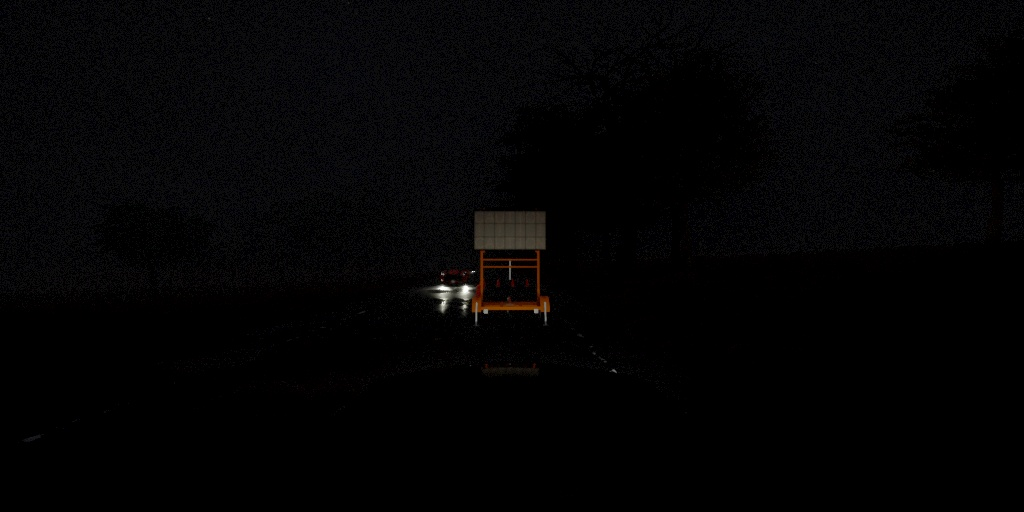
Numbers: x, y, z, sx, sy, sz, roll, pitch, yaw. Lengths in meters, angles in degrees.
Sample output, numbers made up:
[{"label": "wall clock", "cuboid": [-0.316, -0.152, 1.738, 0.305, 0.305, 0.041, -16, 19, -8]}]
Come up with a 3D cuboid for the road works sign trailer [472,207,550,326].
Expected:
[{"label": "road works sign trailer", "cuboid": [-0.065, 0.231, 11.701, 2.380, 3.560, 2.880, 0, 0, -2]}]

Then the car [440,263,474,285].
[{"label": "car", "cuboid": [-4.327, 1.303, 27.910, 2.097, 1.767, 4.553, 0, -1, -3]}]
